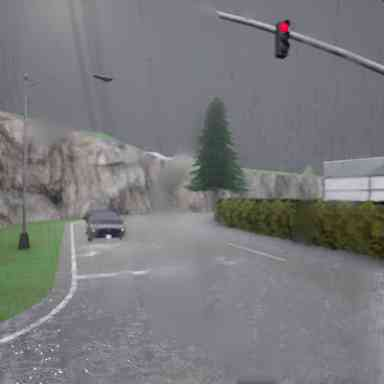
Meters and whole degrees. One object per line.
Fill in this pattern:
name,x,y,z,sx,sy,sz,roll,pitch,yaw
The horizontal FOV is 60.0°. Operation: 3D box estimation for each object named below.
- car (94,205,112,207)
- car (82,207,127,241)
car,-8.288,1.905,30.695,2.033,1.411,5.357,0,-1,3
car,-4.818,1.762,18.298,2.033,1.411,5.357,0,-1,-19
